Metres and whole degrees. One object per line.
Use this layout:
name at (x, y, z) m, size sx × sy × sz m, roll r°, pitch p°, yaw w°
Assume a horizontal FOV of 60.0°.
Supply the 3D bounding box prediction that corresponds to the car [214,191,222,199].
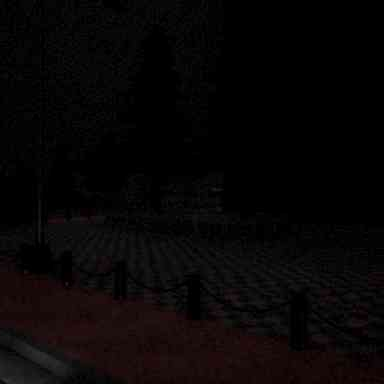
car at (8.384, 1.145, 85.581) m, size 3.633 × 1.501 × 1.845 m, roll 0°, pitch 0°, yaw 35°

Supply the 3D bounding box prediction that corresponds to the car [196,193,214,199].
car at (4.027, 1.115, 92.287) m, size 3.806 × 1.475 × 1.970 m, roll 0°, pitch 0°, yaw 35°
